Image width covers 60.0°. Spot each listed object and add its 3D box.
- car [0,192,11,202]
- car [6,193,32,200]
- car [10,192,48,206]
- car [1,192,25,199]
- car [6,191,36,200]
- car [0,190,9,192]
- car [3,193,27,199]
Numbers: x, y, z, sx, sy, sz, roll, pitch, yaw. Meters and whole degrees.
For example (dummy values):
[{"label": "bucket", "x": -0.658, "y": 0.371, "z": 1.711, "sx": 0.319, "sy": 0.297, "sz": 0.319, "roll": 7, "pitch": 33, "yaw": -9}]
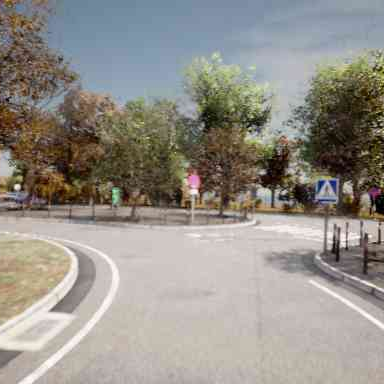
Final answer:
[{"label": "car", "x": -32.176, "y": 1.139, "z": 58.651, "sx": 1.895, "sy": 1.301, "sz": 4.718, "roll": 2, "pitch": -1, "yaw": -37}, {"label": "car", "x": -40.136, "y": 1.024, "z": 77.272, "sx": 4.892, "sy": 1.521, "sz": 2.231, "roll": 2, "pitch": -1, "yaw": -37}, {"label": "car", "x": -22.073, "y": 1.154, "z": 45.601, "sx": 4.674, "sy": 1.442, "sz": 1.812, "roll": 1, "pitch": 0, "yaw": 19}, {"label": "car", "x": -45.262, "y": 0.943, "z": 84.015, "sx": 5.008, "sy": 1.535, "sz": 2.097, "roll": 2, "pitch": -1, "yaw": -37}, {"label": "car", "x": -38.526, "y": 0.795, "z": 75.102, "sx": 5.566, "sy": 2.045, "sz": 2.435, "roll": 2, "pitch": -1, "yaw": -37}, {"label": "car", "x": -37.377, "y": 0.808, "z": 65.501, "sx": 2.097, "sy": 1.767, "sz": 4.553, "roll": 2, "pitch": -1, "yaw": -37}, {"label": "car", "x": -43.556, "y": 0.971, "z": 81.765, "sx": 4.892, "sy": 1.521, "sz": 2.231, "roll": 2, "pitch": -1, "yaw": -37}]
